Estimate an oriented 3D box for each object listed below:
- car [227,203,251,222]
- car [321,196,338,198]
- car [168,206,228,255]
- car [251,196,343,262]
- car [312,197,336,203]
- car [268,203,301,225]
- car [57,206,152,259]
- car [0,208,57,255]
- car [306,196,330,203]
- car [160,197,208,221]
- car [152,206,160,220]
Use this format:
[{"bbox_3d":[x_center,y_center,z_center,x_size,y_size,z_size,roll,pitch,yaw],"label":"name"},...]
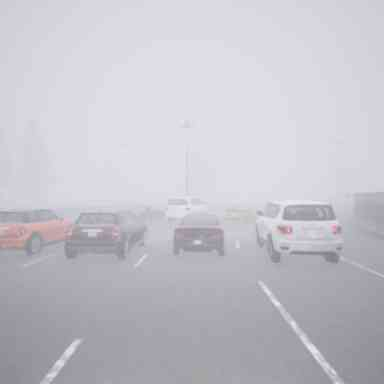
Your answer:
[{"bbox_3d":[4.365,1.668,28.270,1.882,1.535,5.008,0,-1,25],"label":"car"},{"bbox_3d":[29.908,1.762,71.769,4.892,1.490,1.837,-1,0,-13],"label":"car"},{"bbox_3d":[0.386,1.571,13.808,1.882,1.535,5.008,0,0,4],"label":"car"},{"bbox_3d":[3.781,1.310,12.615,2.150,2.045,5.566,0,0,4],"label":"car"},{"bbox_3d":[29.902,1.874,75.346,4.718,1.301,1.895,-1,0,-10],"label":"car"},{"bbox_3d":[7.650,1.709,27.063,1.812,1.442,4.674,0,0,25],"label":"car"},{"bbox_3d":[-3.160,1.441,13.130,2.097,1.767,4.553,0,0,4],"label":"car"},{"bbox_3d":[-6.607,1.446,13.878,2.097,1.767,4.553,0,0,4],"label":"car"},{"bbox_3d":[29.957,1.819,78.906,4.902,1.511,2.128,-1,0,-10],"label":"car"},{"bbox_3d":[-0.201,1.404,26.627,2.150,2.045,5.566,0,0,21],"label":"car"},{"bbox_3d":[-3.755,1.784,27.023,1.895,1.301,4.718,0,0,20],"label":"car"}]
